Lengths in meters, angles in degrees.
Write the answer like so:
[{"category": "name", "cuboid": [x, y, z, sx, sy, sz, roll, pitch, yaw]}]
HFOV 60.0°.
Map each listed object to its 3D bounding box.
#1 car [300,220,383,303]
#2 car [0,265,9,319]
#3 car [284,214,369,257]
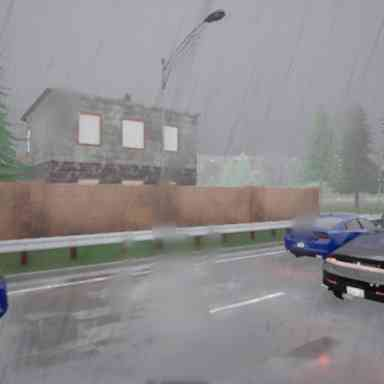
[{"category": "car", "cuboid": [4.813, 1.531, 7.184, 4.902, 1.511, 2.128, 0, 0, -35]}, {"category": "car", "cuboid": [-5.463, 1.209, 4.141, 5.566, 2.045, 2.150, 1, 0, -36]}, {"category": "car", "cuboid": [5.449, 1.533, 11.936, 5.008, 1.535, 1.882, 0, 0, -35]}]
